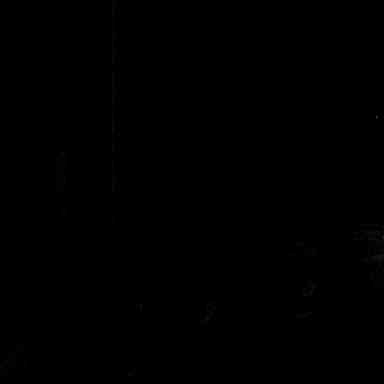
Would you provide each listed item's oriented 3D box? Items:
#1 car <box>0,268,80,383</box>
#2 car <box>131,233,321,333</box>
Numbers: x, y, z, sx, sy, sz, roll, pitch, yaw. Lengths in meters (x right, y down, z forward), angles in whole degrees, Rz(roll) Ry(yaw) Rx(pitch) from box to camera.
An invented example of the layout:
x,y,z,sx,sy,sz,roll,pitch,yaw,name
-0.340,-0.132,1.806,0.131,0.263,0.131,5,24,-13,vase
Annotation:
x,y,z,sx,sy,sz,roll,pitch,yaw,name
-3.593,1.542,3.626,4.507,1.381,1.887,0,0,-36,car
0.892,1.582,6.826,4.313,1.339,1.947,0,0,-36,car
